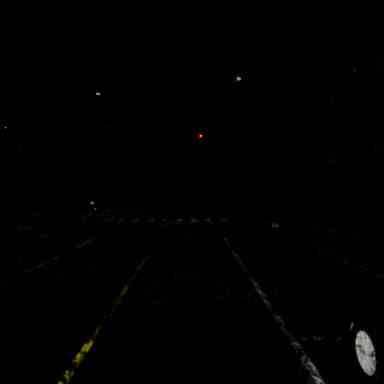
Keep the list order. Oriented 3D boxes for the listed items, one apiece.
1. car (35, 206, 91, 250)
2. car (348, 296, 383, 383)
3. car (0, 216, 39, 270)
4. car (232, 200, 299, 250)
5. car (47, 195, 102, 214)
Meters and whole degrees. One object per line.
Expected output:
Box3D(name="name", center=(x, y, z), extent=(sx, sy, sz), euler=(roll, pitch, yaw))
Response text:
Box3D(name="car", center=(-5.813, 1.486, 13.731), extent=(1.802, 1.307, 4.206), euler=(1, 0, 0))
Box3D(name="car", center=(2.837, 1.532, 2.564), extent=(2.008, 1.369, 4.403), euler=(1, 0, 0))
Box3D(name="car", center=(-5.812, 1.508, 8.163), extent=(1.947, 1.339, 4.313), euler=(1, 0, 0))
Box3D(name="car", center=(2.838, 1.219, 13.697), extent=(2.192, 1.841, 5.009), euler=(1, 0, 0))
Box3D(name="car", center=(-10.552, 1.055, 30.111), extent=(4.553, 1.767, 2.097), euler=(0, 0, 1))
